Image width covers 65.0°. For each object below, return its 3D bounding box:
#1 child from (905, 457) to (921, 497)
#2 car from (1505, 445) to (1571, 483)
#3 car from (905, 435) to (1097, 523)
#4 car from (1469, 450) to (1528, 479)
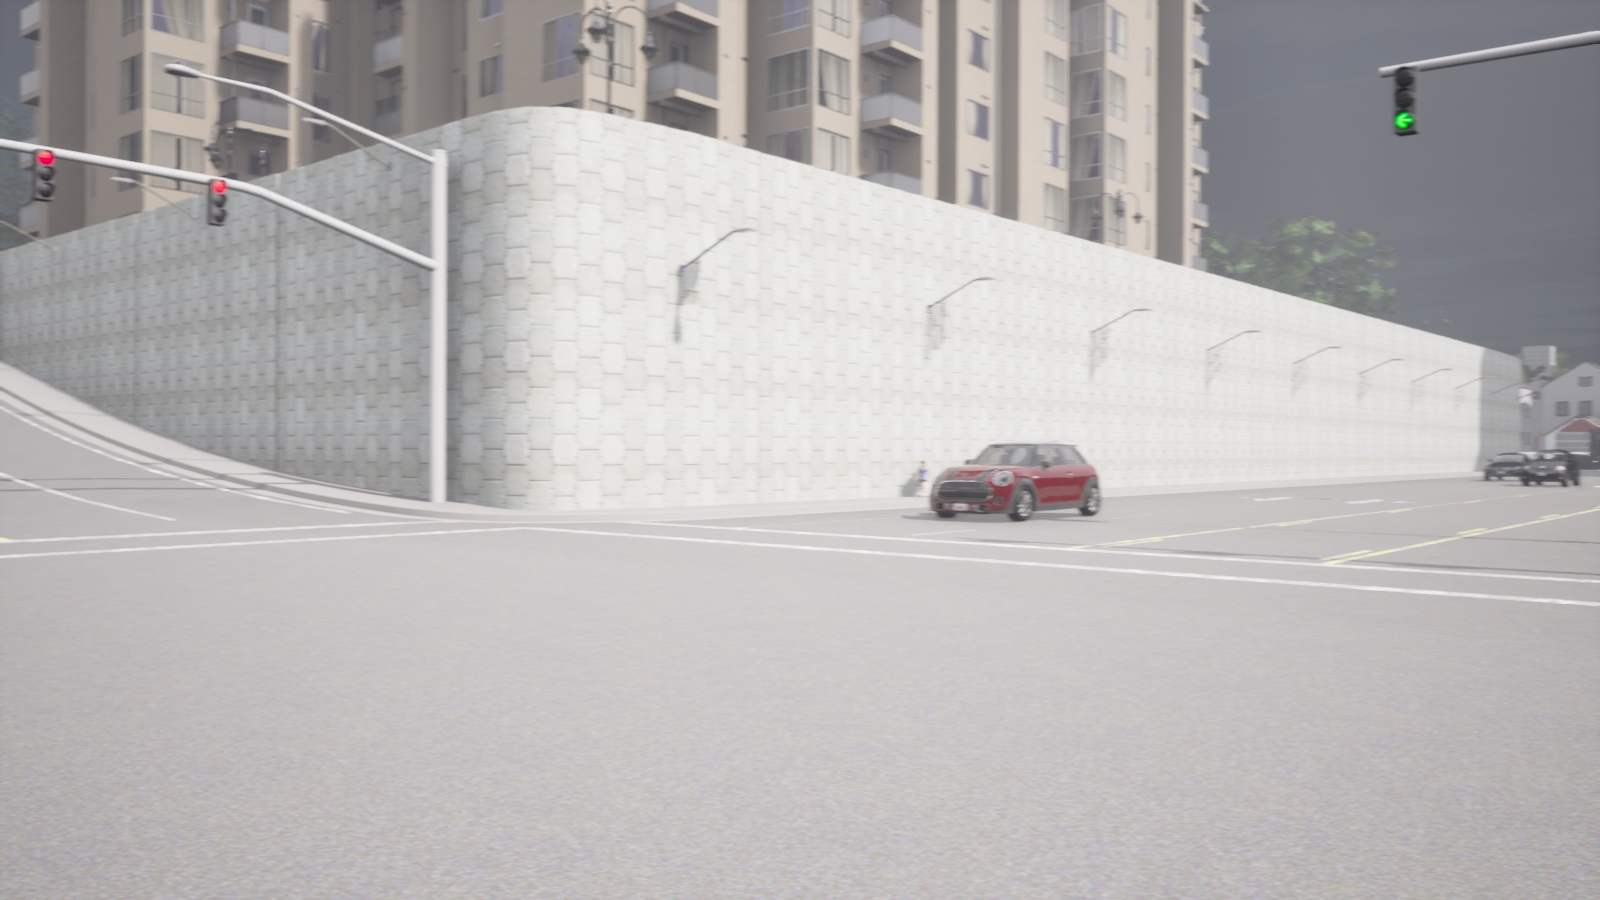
[{"bbox_3d":[3.146,0.748,34.888,0.255,1.110,0.394,0,0,39],"label":"child"},{"bbox_3d":[32.472,0.597,55.233,1.851,1.617,3.988,0,0,40],"label":"car"},{"bbox_3d":[4.502,0.578,27.604,2.097,1.767,4.553,0,0,40],"label":"car"},{"bbox_3d":[36.226,0.717,65.087,1.812,1.442,4.674,0,0,40],"label":"car"}]
